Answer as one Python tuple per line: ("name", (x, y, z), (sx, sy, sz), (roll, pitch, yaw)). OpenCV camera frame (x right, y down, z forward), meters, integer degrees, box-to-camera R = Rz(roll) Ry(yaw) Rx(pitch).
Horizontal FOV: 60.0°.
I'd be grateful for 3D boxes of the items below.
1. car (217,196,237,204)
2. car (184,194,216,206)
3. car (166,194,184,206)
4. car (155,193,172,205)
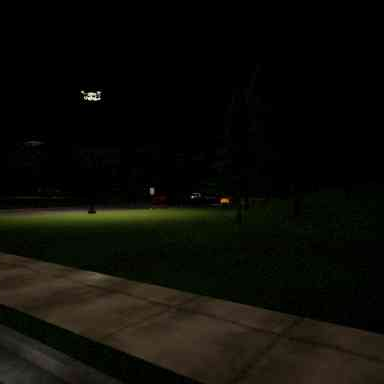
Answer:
("car", (7.225, 1.478, 62.062), (1.882, 1.535, 5.008), (0, 0, 36))
("car", (1.397, 1.478, 54.010), (1.882, 1.535, 5.008), (0, 0, 37))
("car", (-1.641, 1.505, 55.794), (1.837, 1.490, 4.892), (0, 0, 37))
("car", (-4.150, 1.221, 58.277), (2.150, 2.045, 5.566), (0, 0, 36))
